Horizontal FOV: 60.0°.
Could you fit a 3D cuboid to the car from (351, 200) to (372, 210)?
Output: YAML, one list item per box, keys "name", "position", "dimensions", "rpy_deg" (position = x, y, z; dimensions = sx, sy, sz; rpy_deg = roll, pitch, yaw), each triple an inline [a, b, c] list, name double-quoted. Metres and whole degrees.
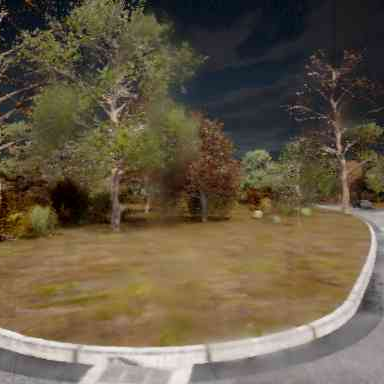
- name: "car"
  position: [26.184, 1.946, 51.415]
  dimensions: [2.128, 1.511, 4.902]
  rpy_deg: [0, -1, 9]
